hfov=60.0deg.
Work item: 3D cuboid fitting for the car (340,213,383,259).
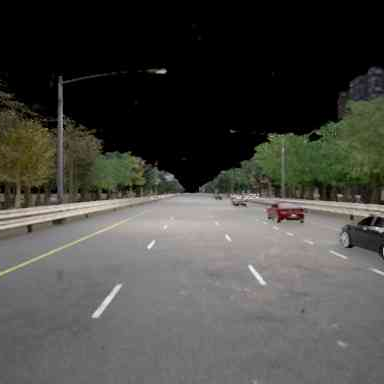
[{"bbox_3d":[7.006,1.509,11.761,1.837,1.490,4.892,0,0,0],"label":"car"}]

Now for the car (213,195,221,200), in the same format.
[{"bbox_3d":[7.295,1.531,94.274,1.837,1.490,4.892,0,0,0],"label":"car"}]

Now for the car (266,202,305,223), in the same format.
[{"bbox_3d":[7.032,1.504,25.451,1.882,1.535,5.008,0,0,0],"label":"car"}]

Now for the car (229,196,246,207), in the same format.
[{"bbox_3d":[7.125,1.620,51.351,1.895,1.301,4.718,0,0,0],"label":"car"}]
